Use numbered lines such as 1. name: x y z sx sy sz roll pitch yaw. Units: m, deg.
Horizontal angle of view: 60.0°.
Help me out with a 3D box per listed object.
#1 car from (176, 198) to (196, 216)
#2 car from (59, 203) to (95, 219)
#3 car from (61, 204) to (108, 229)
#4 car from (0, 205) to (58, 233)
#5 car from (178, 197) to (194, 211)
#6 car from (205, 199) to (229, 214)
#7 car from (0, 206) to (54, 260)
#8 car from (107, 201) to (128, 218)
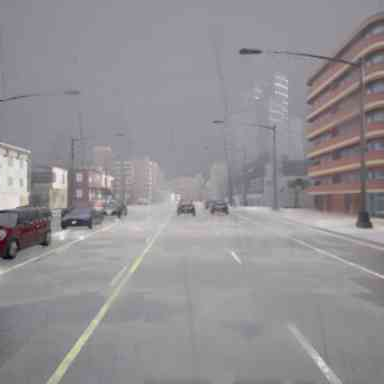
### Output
1. car: -0.603 1.671 34.424 2.128 1.511 4.902 0 0 -1
2. car: -11.128 1.830 32.592 1.895 1.301 4.718 0 0 0
3. car: -7.487 1.741 23.036 1.994 1.385 4.181 0 0 -1
4. car: -10.974 1.685 22.268 2.128 1.511 4.902 0 0 -1
5. car: -0.802 1.602 46.080 2.097 1.767 4.553 0 -1 -1
6. car: 2.947 1.662 37.186 2.128 1.511 4.902 0 0 -1
7. car: -7.311 1.492 13.056 2.097 1.767 4.553 0 0 -1
8. car: -7.634 1.704 33.050 2.128 1.511 4.902 0 0 -1
